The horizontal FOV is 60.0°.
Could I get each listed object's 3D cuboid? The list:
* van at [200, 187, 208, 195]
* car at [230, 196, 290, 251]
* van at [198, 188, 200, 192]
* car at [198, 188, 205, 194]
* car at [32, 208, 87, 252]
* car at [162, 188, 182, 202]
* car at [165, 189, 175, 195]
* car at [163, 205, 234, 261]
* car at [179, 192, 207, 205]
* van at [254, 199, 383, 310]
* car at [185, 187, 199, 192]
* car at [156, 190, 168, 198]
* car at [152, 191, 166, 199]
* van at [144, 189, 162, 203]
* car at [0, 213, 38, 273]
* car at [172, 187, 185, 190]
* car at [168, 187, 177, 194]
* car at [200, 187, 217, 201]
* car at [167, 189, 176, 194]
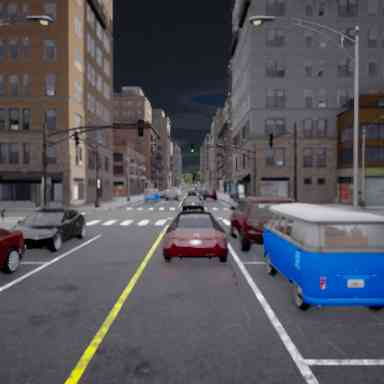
[{"bbox_3d":[2.669,-0.156,77.097,1.690,1.788,3.998,0,1,0],"label":"van"},{"bbox_3d":[2.635,1.068,12.705,2.192,1.841,5.009,0,1,0],"label":"car"},{"bbox_3d":[2.680,0.055,66.286,1.690,1.788,3.998,0,1,0],"label":"van"},{"bbox_3d":[2.652,-0.291,93.485,1.752,1.417,4.829,0,1,0],"label":"car"},{"bbox_3d":[-5.390,1.319,12.709,1.947,1.339,4.313,0,1,0],"label":"car"},{"bbox_3d":[-2.836,0.576,47.807,1.837,1.490,4.892,0,1,0],"label":"car"},{"bbox_3d":[-5.410,-0.052,82.503,2.008,1.369,4.403,0,1,0],"label":"car"},{"bbox_3d":[0.098,1.343,11.367,1.994,1.385,4.181,0,1,0],"label":"car"},{"bbox_3d":[0.092,0.959,30.936,1.994,1.385,4.181,0,1,0],"label":"car"},{"bbox_3d":[2.635,1.200,7.195,1.690,1.788,3.998,0,1,0],"label":"van"},{"bbox_3d":[-0.010,0.145,69.453,1.837,1.490,4.892,0,1,0],"label":"car"},{"bbox_3d":[-5.412,0.363,60.882,1.887,1.381,4.507,0,1,0],"label":"car"},{"bbox_3d":[-5.413,0.490,55.477,1.947,1.339,4.313,0,1,0],"label":"car"},{"bbox_3d":[-5.415,0.475,44.662,1.690,1.788,3.998,0,1,0],"label":"van"},{"bbox_3d":[-5.390,1.404,7.199,1.887,1.381,4.507,0,1,0],"label":"car"},{"bbox_3d":[-2.788,0.299,63.210,1.812,1.442,4.674,0,1,1],"label":"car"},{"bbox_3d":[-5.408,-0.498,93.309,2.192,1.841,5.009,0,1,0],"label":"car"},{"bbox_3d":[2.697,0.344,50.069,2.192,1.841,5.009,0,1,0],"label":"car"},{"bbox_3d":[-5.409,-0.142,87.908,1.947,1.339,4.313,0,1,0],"label":"car"}]
